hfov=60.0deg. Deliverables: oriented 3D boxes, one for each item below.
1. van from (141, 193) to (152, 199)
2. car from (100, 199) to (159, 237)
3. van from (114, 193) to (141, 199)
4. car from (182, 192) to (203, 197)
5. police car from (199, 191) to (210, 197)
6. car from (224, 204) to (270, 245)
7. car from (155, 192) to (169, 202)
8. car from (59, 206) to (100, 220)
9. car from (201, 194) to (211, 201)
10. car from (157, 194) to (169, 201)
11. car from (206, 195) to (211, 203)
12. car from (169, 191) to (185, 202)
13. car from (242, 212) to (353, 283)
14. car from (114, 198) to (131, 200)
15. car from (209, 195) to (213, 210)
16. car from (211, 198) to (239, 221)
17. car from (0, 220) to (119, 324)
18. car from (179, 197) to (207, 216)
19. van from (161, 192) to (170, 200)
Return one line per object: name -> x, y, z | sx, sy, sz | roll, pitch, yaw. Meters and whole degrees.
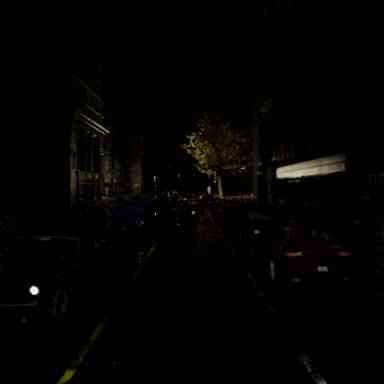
van -> -5.758, 1.051, 39.593 | 1.690, 1.788, 3.998 | 0, 0, 0
car -> -3.083, 1.347, 17.431 | 1.882, 1.535, 5.008 | 0, 0, 0
van -> -5.760, 1.128, 28.766 | 1.690, 1.788, 3.998 | 0, 0, 0
car -> 0.079, 1.156, 46.202 | 2.128, 1.511, 4.902 | 0, 1, 0
police car -> 2.375, 1.045, 52.560 | 1.930, 1.638, 5.238 | 0, 0, 0
car -> 2.764, 1.440, 14.706 | 2.008, 1.369, 4.403 | 0, 0, 0
car -> -5.754, 1.105, 61.247 | 1.887, 1.381, 4.507 | 0, 0, 0
car -> -5.761, 1.431, 17.942 | 1.947, 1.339, 4.313 | 0, 0, 0
car -> 2.771, 1.068, 66.889 | 1.887, 1.381, 4.507 | 0, 0, 0
car -> -5.754, 1.091, 66.660 | 1.947, 1.339, 4.313 | 0, 0, 0
car -> 2.767, 1.307, 35.157 | 1.947, 1.339, 4.313 | 0, 0, 0
car -> -3.017, 0.897, 63.678 | 2.097, 1.767, 4.553 | 0, 0, 1
car -> 2.763, 1.474, 9.262 | 1.887, 1.381, 4.507 | 0, 0, 0
car -> -5.760, 1.352, 23.185 | 1.752, 1.417, 4.829 | 0, 0, 0
car -> 2.766, 1.303, 30.037 | 1.752, 1.417, 4.829 | 0, 0, 0
car -> 2.765, 1.368, 24.578 | 2.008, 1.369, 4.403 | 0, 0, 0
car -> -3.097, 1.546, 7.140 | 1.895, 1.301, 4.718 | 0, 0, 0
car -> 0.105, 1.384, 29.379 | 1.895, 1.301, 4.718 | 0, 0, 0
van -> -5.754, 0.830, 72.071 | 1.690, 1.788, 3.998 | 0, 0, 0
